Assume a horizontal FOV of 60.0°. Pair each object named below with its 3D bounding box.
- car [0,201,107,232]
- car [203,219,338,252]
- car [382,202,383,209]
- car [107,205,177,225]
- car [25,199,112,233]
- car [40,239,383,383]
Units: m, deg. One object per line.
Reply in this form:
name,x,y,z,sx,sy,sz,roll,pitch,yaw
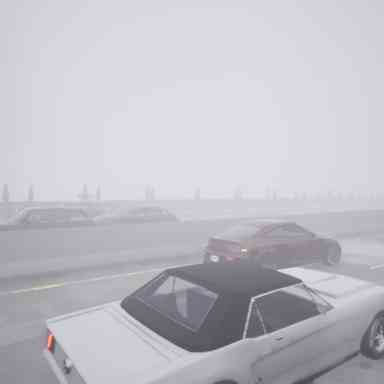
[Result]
car,-5.927,1.352,12.661,4.553,1.767,2.097,0,0,-36
car,2.451,1.526,9.798,4.674,1.442,1.812,0,0,-36
car,27.101,1.508,44.025,4.892,1.490,1.837,0,0,-33
car,-3.190,1.505,18.914,4.892,1.490,1.837,0,0,-35
car,-7.420,1.352,20.195,4.553,1.767,2.097,0,0,-35
car,0.761,1.601,4.291,4.718,1.301,1.895,0,0,-36
